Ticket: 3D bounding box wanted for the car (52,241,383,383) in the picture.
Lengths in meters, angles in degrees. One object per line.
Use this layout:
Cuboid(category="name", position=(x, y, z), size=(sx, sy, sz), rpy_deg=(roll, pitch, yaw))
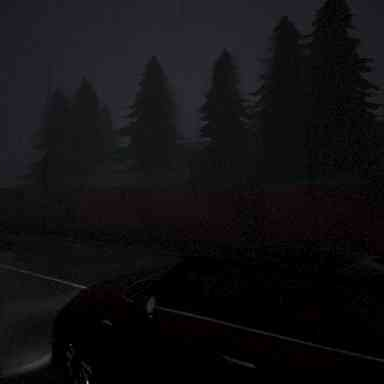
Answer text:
Cuboid(category="car", position=(0.490, 1.352, 3.643), size=(4.553, 1.767, 2.097), rpy_deg=(0, 0, 36))
